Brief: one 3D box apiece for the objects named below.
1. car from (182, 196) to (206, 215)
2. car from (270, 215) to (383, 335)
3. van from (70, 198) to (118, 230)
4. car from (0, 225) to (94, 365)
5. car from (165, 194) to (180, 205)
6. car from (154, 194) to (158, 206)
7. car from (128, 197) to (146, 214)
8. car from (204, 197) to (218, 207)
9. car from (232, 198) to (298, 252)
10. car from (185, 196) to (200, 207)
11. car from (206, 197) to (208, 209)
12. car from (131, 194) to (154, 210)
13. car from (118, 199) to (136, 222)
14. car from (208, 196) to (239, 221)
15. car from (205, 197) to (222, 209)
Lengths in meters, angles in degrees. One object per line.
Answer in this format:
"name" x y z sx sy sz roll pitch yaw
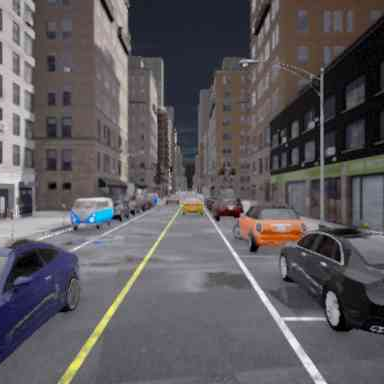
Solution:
"car" 0.087 1.323 31.779 1.882 1.535 5.008 0 0 0
"car" 3.149 1.472 6.741 1.837 1.490 4.892 0 0 0
"van" -5.847 1.246 19.764 1.690 1.788 3.998 0 0 0
"car" -3.097 1.502 4.891 1.812 1.442 4.674 0 0 0
"car" -2.980 1.095 51.908 2.097 1.767 4.553 0 0 0
"car" -5.839 1.337 42.109 1.887 1.381 4.507 0 0 0
"car" -5.843 1.415 30.938 1.947 1.339 4.313 0 0 0
"car" 2.688 1.346 47.694 1.802 1.307 4.206 0 0 0
"car" 3.113 1.286 13.726 2.097 1.767 4.553 0 0 0
"car" 0.078 1.315 47.086 2.033 1.411 5.357 0 0 1
"car" 2.682 1.400 30.940 2.008 1.369 4.403 0 0 0
"car" -5.840 1.136 36.521 2.192 1.841 5.009 0 0 0
"car" -5.845 1.443 25.351 1.947 1.339 4.313 0 0 0
"car" 2.681 1.192 25.353 2.192 1.841 5.009 0 0 0
"car" 2.686 1.358 42.109 1.947 1.339 4.313 0 0 0
